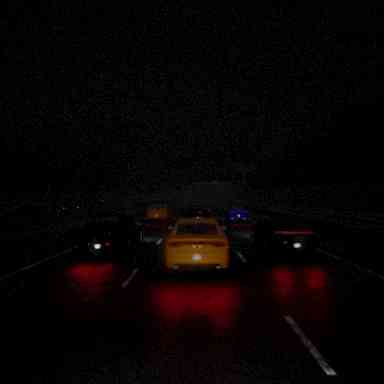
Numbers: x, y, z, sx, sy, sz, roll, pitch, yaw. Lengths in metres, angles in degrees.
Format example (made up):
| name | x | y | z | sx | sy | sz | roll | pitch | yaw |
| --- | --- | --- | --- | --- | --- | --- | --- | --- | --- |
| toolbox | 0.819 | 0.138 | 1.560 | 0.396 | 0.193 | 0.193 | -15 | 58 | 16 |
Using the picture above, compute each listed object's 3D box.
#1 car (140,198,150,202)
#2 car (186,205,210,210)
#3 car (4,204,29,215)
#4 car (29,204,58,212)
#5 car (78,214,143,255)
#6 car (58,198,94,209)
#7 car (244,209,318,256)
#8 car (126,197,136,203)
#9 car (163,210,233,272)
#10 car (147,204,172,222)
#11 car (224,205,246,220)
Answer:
| name | x | y | z | sx | sy | sz | roll | pitch | yaw |
| --- | --- | --- | --- | --- | --- | --- | --- | --- | --- |
| car | -11.211 | 2.106 | 80.007 | 1.837 | 1.490 | 4.892 | 0 | 0 | 4 |
| car | 0.508 | 1.898 | 29.371 | 1.837 | 1.490 | 4.892 | 0 | -1 | 2 |
| car | -20.377 | 2.077 | 39.436 | 1.994 | 1.385 | 4.181 | 0 | -1 | 2 |
| car | -16.882 | 2.078 | 39.260 | 1.994 | 1.385 | 4.181 | 0 | -1 | 2 |
| car | -3.293 | 1.689 | 14.112 | 1.837 | 1.490 | 4.892 | 0 | -1 | 1 |
| car | -13.379 | 1.740 | 39.450 | 2.150 | 2.045 | 5.566 | 0 | -1 | 2 |
| car | 3.706 | 1.677 | 14.009 | 2.128 | 1.511 | 4.902 | 0 | -1 | 1 |
| car | -14.703 | 2.104 | 80.247 | 1.837 | 1.490 | 4.892 | 0 | 0 | 4 |
| car | 0.170 | 1.627 | 11.422 | 1.882 | 1.535 | 5.008 | 0 | 0 | 1 |
| car | -2.952 | 1.889 | 30.848 | 1.882 | 1.535 | 5.008 | 0 | -1 | 2 |
| car | 4.048 | 1.892 | 30.727 | 1.882 | 1.535 | 5.008 | 0 | -1 | 2 |
